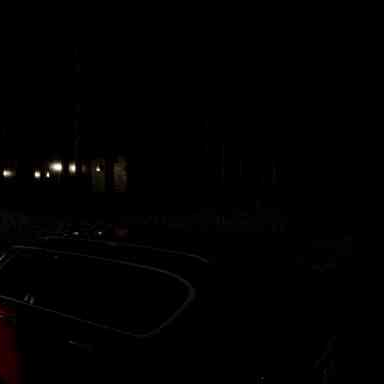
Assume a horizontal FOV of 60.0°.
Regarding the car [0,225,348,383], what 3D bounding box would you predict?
[{"bbox_3d":[-1.004,1.315,3.682,5.009,1.841,2.192,0,0,35],"label":"car"}]
